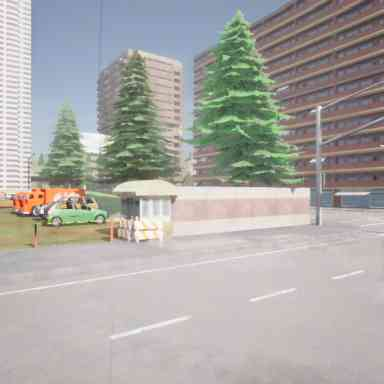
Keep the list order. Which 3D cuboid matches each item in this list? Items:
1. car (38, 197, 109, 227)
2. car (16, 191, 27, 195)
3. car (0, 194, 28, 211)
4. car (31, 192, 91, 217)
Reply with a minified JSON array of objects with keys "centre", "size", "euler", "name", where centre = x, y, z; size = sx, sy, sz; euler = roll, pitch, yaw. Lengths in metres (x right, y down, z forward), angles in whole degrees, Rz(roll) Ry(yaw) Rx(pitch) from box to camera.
[{"centre":[-7.466,1.344,21.477],"size":[3.988,1.617,1.851],"euler":[0,0,-35],"name":"car"},{"centre":[-25.833,1.207,46.615],"size":[3.866,1.878,1.905],"euler":[0,0,-35],"name":"car"},{"centre":[-24.554,1.396,44.093],"size":[4.193,1.474,1.816],"euler":[0,0,-35],"name":"car"},{"centre":[-9.491,1.175,25.527],"size":[4.605,1.855,1.932],"euler":[0,0,-35],"name":"car"}]
